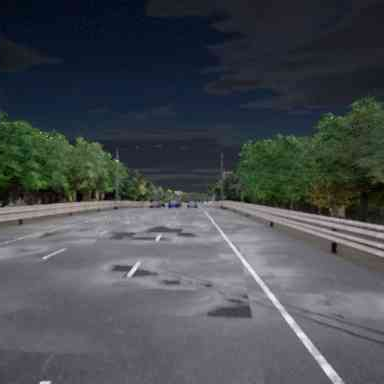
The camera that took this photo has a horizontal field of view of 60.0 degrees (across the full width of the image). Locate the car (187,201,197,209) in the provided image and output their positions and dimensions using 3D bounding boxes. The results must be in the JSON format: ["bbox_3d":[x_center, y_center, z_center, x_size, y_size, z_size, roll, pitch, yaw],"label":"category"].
[{"bbox_3d":[0.049,2.508,63.811,1.994,1.385,4.181,0,-2,0],"label":"car"}]

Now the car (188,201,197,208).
[{"bbox_3d":[0.056,2.779,73.856,1.994,1.385,4.181,0,-2,0],"label":"car"}]

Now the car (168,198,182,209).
[{"bbox_3d":[-3.451,2.407,63.440,1.882,1.535,5.008,0,-2,0],"label":"car"}]

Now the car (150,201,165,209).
[{"bbox_3d":[-6.952,2.476,63.440,2.033,1.411,5.357,0,-2,0],"label":"car"}]

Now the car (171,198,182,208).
[{"bbox_3d":[-3.444,2.451,73.901,2.150,2.045,5.566,0,-2,0],"label":"car"}]
